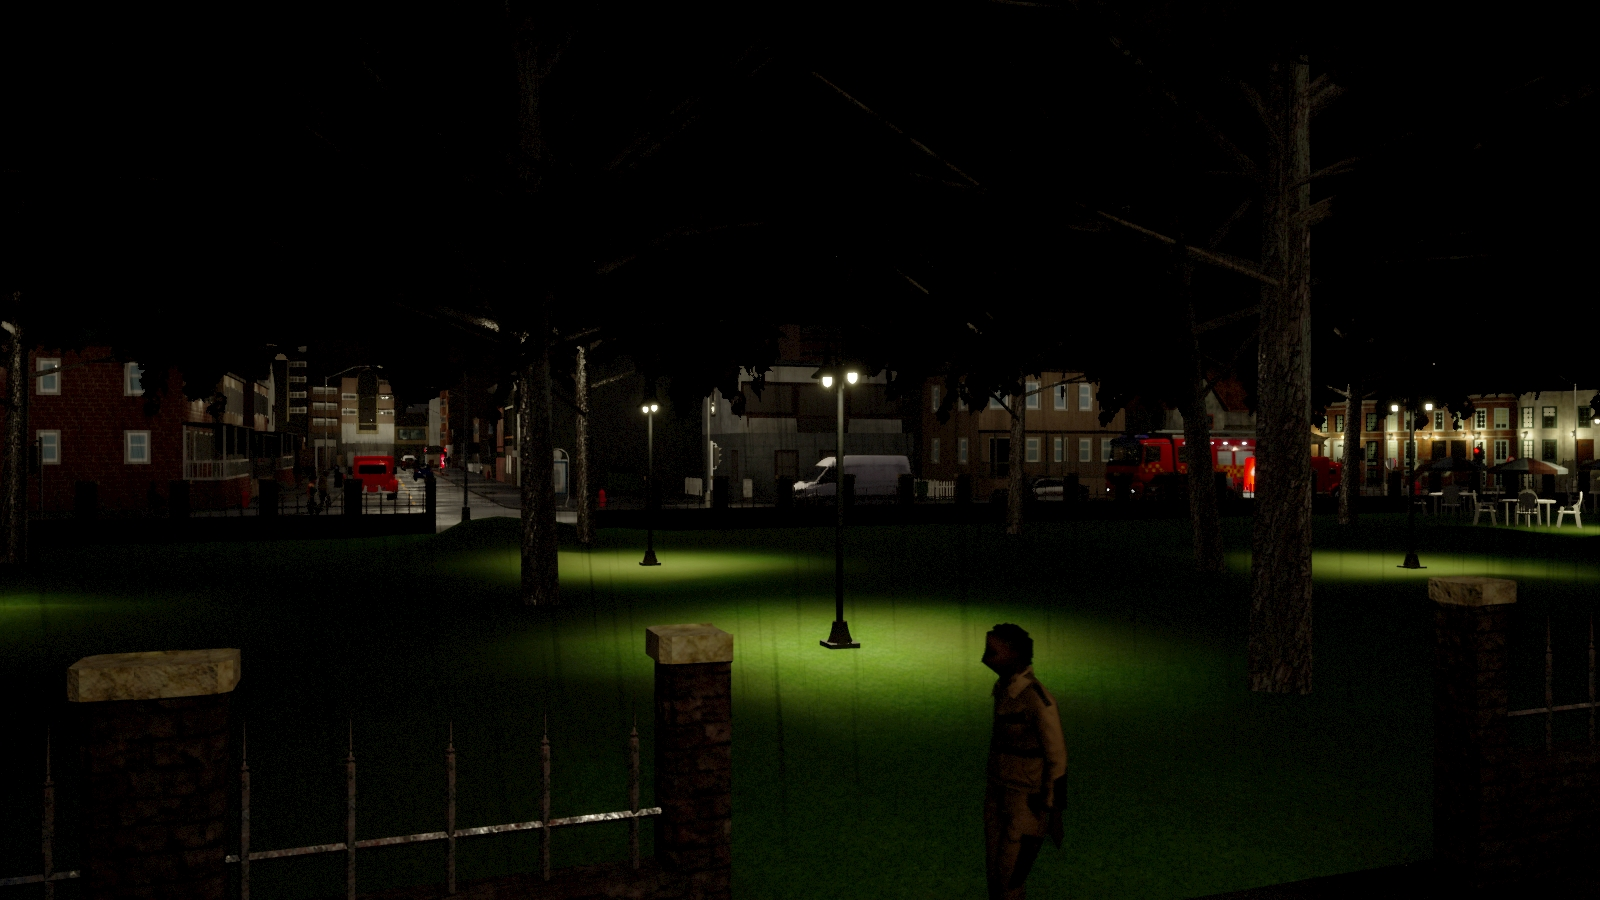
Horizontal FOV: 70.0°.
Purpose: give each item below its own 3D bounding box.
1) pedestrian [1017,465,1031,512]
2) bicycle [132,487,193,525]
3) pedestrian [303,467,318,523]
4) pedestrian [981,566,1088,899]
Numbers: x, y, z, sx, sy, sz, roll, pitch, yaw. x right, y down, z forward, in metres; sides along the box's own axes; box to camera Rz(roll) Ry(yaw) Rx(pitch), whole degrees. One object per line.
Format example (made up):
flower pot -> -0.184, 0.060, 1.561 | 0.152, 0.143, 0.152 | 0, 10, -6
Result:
pedestrian -> 8.896, 1.525, 45.358 | 0.375, 1.860, 0.375 | 0, 0, -20
bicycle -> -22.138, 1.940, 39.692 | 1.835, 1.271, 0.329 | 0, 0, -20
pedestrian -> -16.630, 1.525, 38.796 | 0.375, 1.860, 0.375 | 0, 0, -6
pedestrian -> 1.152, 1.525, 5.635 | 0.375, 1.860, 0.375 | 0, 0, -20
